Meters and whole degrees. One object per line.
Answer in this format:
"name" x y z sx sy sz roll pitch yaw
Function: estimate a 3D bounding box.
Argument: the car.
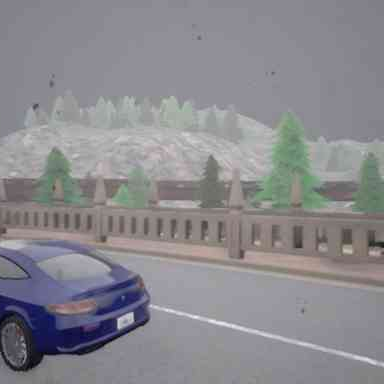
"car" -2.818 1.512 5.562 4.674 1.442 1.812 0 0 32
